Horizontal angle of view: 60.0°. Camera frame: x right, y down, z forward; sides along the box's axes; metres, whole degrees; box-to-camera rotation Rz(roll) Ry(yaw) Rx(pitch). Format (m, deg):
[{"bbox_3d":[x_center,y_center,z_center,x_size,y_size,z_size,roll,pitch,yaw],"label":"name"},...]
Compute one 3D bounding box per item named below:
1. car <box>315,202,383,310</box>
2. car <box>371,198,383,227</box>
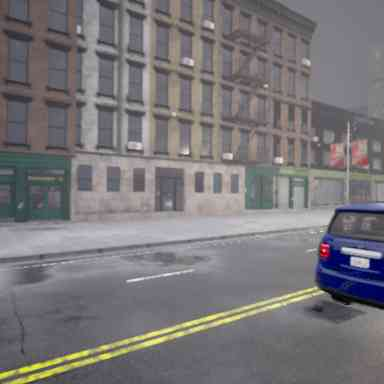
[{"bbox_3d":[4.895,1.229,6.931,5.566,2.045,2.150,0,0,-35],"label":"car"},{"bbox_3d":[13.838,1.282,21.539,4.553,1.767,2.097,0,0,-35],"label":"car"}]
